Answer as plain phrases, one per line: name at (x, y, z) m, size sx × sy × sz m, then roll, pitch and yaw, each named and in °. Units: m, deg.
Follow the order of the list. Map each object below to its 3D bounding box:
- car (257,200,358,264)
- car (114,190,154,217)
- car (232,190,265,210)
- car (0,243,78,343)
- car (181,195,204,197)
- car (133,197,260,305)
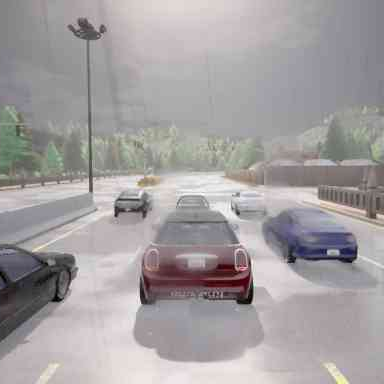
car at (3.566, 1.250, 10.688) m, size 1.812 × 1.442 × 4.674 m, roll 0°, pitch 3°, yaw 0°
car at (-3.482, 0.589, 20.413) m, size 2.128 × 1.511 × 4.902 m, roll 0°, pitch 4°, yaw 0°
car at (3.552, 0.584, 21.063) m, size 1.812 × 1.442 × 4.674 m, roll 0°, pitch 4°, yaw 1°
car at (-3.411, 1.484, 4.847) m, size 2.033 × 1.411 × 5.357 m, roll 0°, pitch 1°, yaw 0°
car at (0.035, 0.861, 17.332) m, size 2.033 × 1.411 × 5.357 m, roll 0°, pitch 4°, yaw 0°
car at (0.077, 1.192, 7.950) m, size 2.097 × 1.767 × 4.553 m, roll 0°, pitch 2°, yaw 0°
